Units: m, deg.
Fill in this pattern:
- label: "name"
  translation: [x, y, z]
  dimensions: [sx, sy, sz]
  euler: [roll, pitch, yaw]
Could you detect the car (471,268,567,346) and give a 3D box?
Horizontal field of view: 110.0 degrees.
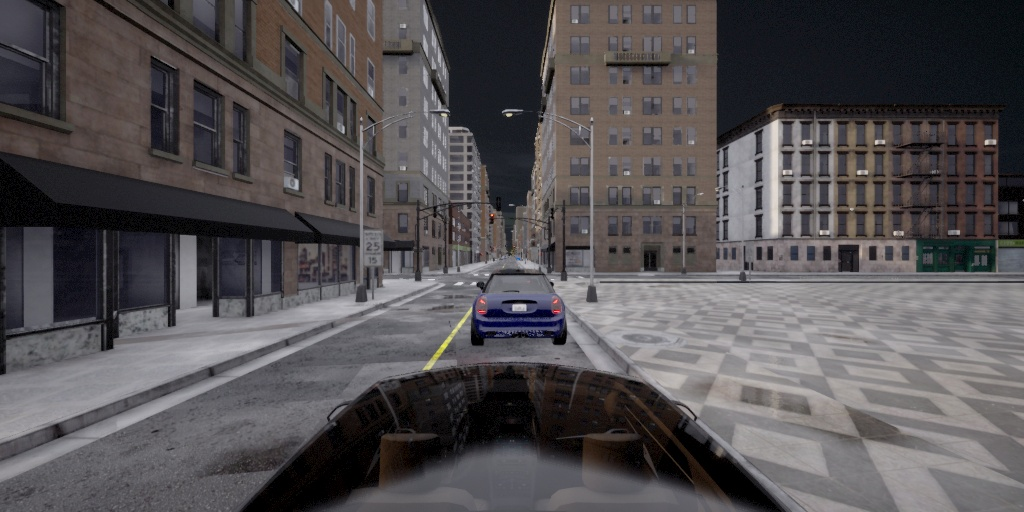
- label: "car"
  translation: [0.101, 1.102, 9.622]
  dimensions: [2.097, 1.767, 4.553]
  euler: [0, 0, -1]
